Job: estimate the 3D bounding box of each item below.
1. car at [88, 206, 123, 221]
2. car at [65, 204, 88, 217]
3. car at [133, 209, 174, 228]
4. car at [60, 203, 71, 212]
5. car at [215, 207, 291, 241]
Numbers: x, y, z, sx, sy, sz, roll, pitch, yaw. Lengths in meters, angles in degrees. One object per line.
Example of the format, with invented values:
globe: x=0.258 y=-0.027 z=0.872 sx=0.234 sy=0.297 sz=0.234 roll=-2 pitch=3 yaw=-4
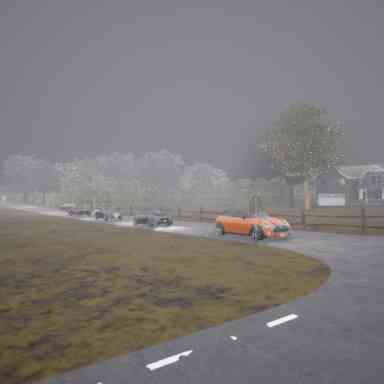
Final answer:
car: x=-9.238 y=2.329 z=36.347 sx=2.128 sy=1.511 sz=4.902 roll=-1 pitch=-1 yaw=-36
car: x=-15.048 y=2.633 z=44.429 sx=1.895 sy=1.301 sz=4.718 roll=-1 pitch=-1 yaw=-35
car: x=-3.326 y=2.181 z=28.171 sx=1.994 sy=1.385 sz=4.181 roll=-1 pitch=-1 yaw=-36
car: x=-21.822 y=2.763 z=58.762 sx=1.882 sy=1.535 sz=5.008 roll=-1 pitch=-1 yaw=-36
car: x=3.341 y=1.691 z=18.941 sx=2.097 sy=1.767 sz=4.553 roll=-1 pitch=-1 yaw=-36
